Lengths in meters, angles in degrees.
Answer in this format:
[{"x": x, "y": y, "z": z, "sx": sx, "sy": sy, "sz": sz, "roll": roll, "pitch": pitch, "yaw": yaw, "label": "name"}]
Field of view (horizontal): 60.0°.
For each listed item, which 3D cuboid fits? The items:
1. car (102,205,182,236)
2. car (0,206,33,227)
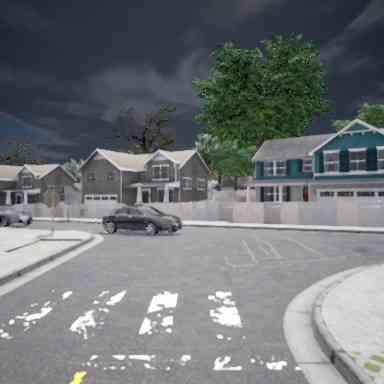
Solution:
[{"x": -2.794, "y": 1.504, "z": 18.171, "sx": 4.892, "sy": 1.490, "sz": 1.837, "roll": -2, "pitch": -2, "yaw": 33, "label": "car"}, {"x": -14.219, "y": 1.851, "z": 25.398, "sx": 4.902, "sy": 1.511, "sz": 2.128, "roll": -2, "pitch": -2, "yaw": 31, "label": "car"}]
